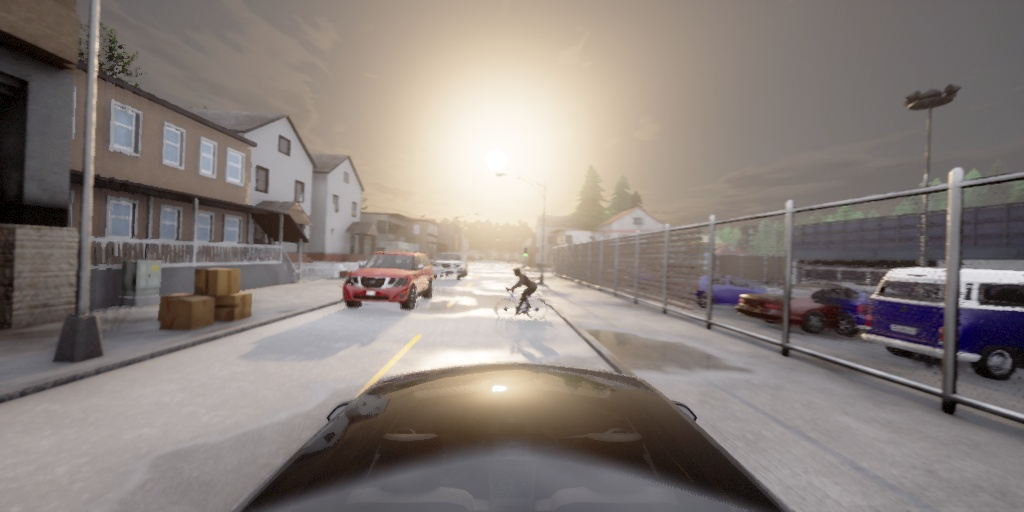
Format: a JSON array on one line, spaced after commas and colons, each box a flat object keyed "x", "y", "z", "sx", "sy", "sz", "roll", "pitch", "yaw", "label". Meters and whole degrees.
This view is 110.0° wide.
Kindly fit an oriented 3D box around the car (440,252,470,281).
[{"x": -4.973, "y": 0.704, "z": 29.053, "sx": 2.150, "sy": 2.045, "sz": 5.566, "roll": 2, "pitch": 0, "yaw": -2, "label": "car"}]

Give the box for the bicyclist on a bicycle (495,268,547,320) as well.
[{"x": 0.305, "y": 1.206, "z": 11.266, "sx": 1.656, "sy": 1.620, "sz": 0.582, "roll": 1, "pitch": 0, "yaw": -2, "label": "bicyclist on a bicycle"}]

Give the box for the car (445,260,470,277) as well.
[{"x": -5.212, "y": 1.138, "z": 34.976, "sx": 1.812, "sy": 1.442, "sz": 4.674, "roll": 2, "pitch": 0, "yaw": -2, "label": "car"}]

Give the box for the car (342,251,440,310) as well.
[{"x": -4.533, "y": 0.818, "z": 14.112, "sx": 2.150, "sy": 2.045, "sz": 5.566, "roll": 2, "pitch": 0, "yaw": -2, "label": "car"}]
